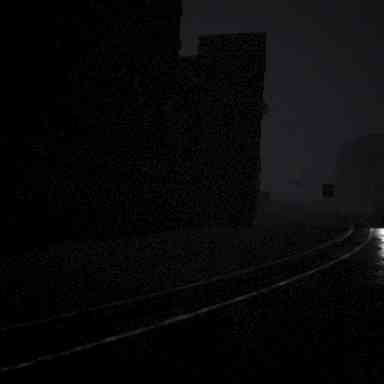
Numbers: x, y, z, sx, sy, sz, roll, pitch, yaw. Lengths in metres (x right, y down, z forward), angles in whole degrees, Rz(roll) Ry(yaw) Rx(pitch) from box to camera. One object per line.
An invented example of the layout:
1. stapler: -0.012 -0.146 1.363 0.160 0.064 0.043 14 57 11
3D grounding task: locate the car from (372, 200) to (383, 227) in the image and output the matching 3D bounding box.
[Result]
1. car: 13.856 1.598 22.961 1.837 1.490 4.892 3 1 22

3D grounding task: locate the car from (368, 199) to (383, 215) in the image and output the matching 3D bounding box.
1. car: 20.926 1.661 35.502 2.128 1.511 4.902 3 1 8
